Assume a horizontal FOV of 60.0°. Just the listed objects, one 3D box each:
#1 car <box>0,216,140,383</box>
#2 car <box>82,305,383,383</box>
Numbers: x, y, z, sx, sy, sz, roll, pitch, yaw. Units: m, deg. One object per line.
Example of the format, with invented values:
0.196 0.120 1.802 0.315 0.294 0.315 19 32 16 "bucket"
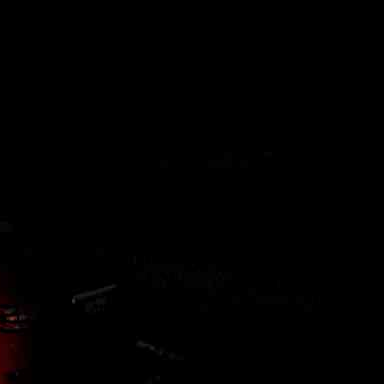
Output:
-2.967 1.284 4.937 5.009 1.841 2.192 0 0 36 "car"
1.517 1.584 1.723 4.206 1.307 1.802 0 0 36 "car"
